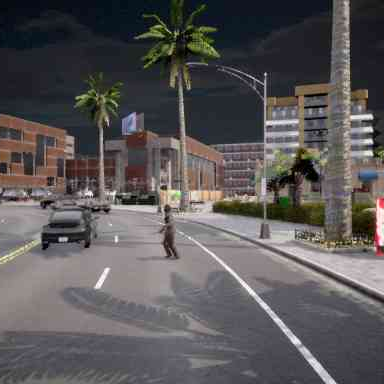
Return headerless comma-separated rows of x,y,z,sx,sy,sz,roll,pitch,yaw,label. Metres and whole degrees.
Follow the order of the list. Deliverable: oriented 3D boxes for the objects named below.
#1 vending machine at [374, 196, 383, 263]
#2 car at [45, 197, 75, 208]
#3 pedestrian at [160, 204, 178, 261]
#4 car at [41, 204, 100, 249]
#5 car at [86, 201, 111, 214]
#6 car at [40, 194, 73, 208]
6.625,1.195,10.664,1.100,2.100,0.880,0,0,-8,vending machine
-12.148,1.490,31.511,2.128,1.511,4.902,0,0,-33,car
-0.755,1.294,10.876,0.375,1.860,0.375,0,0,-9,pedestrian
-5.285,1.505,14.713,1.837,1.490,4.892,0,0,-12,car
-10.290,1.601,34.979,1.895,1.301,4.718,0,0,-36,car
-17.568,1.221,43.373,5.566,2.045,2.150,0,0,38,car
